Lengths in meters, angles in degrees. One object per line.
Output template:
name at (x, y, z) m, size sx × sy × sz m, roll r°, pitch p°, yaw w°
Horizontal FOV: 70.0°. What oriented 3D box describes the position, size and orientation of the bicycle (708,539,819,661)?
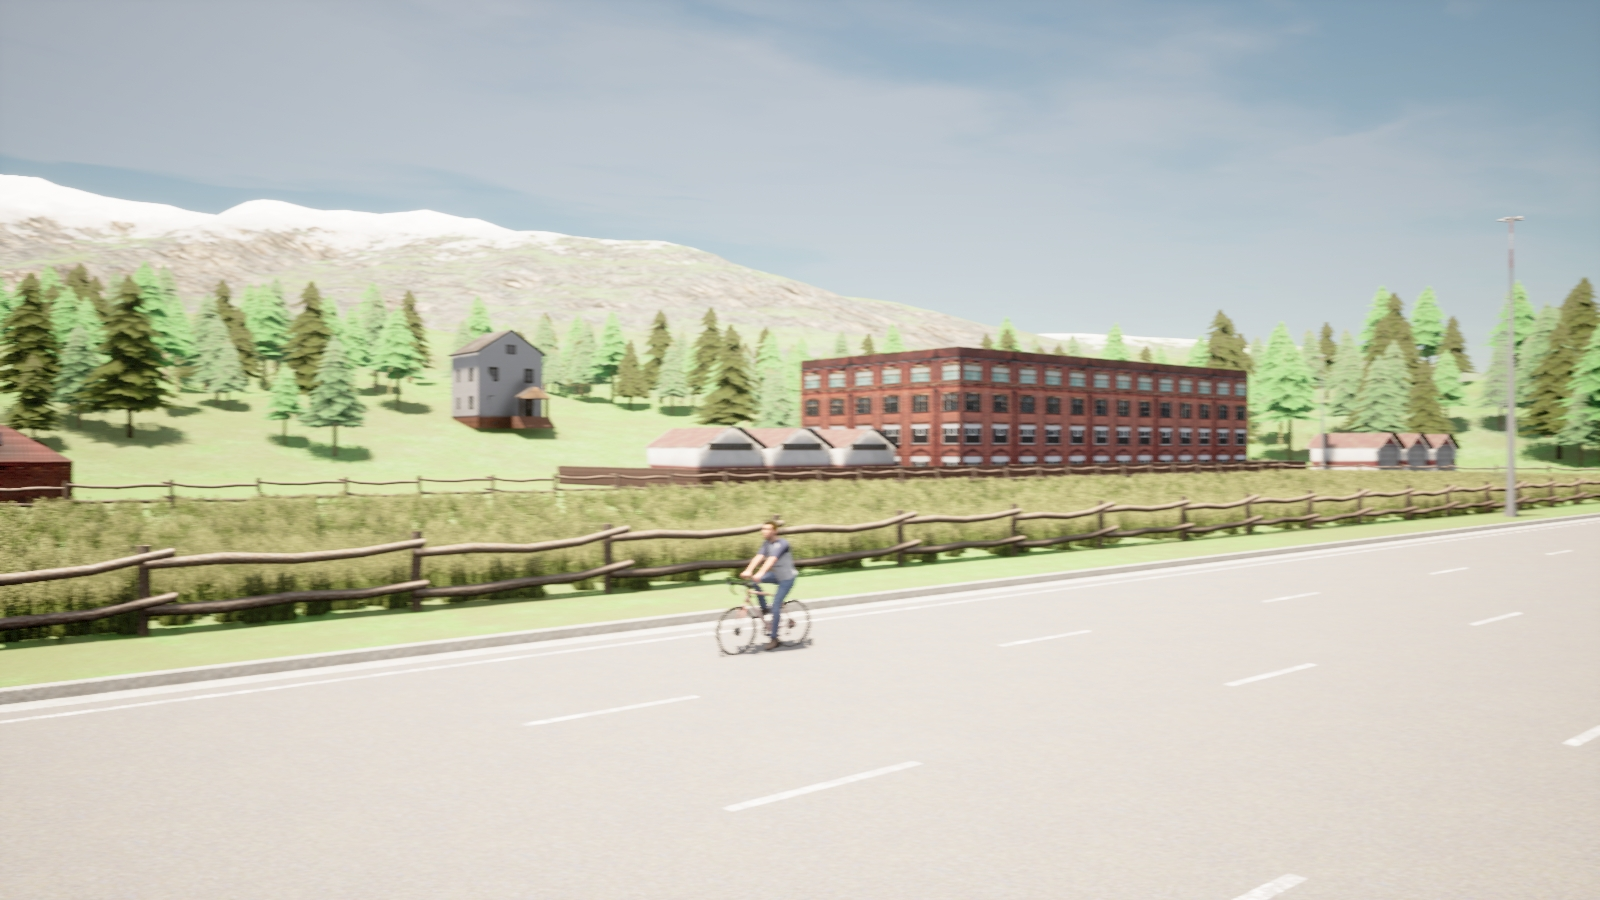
bicycle at (-0.484, 2.031, 15.741) m, size 1.643 × 1.496 × 0.373 m, roll 0°, pitch 0°, yaw -40°
